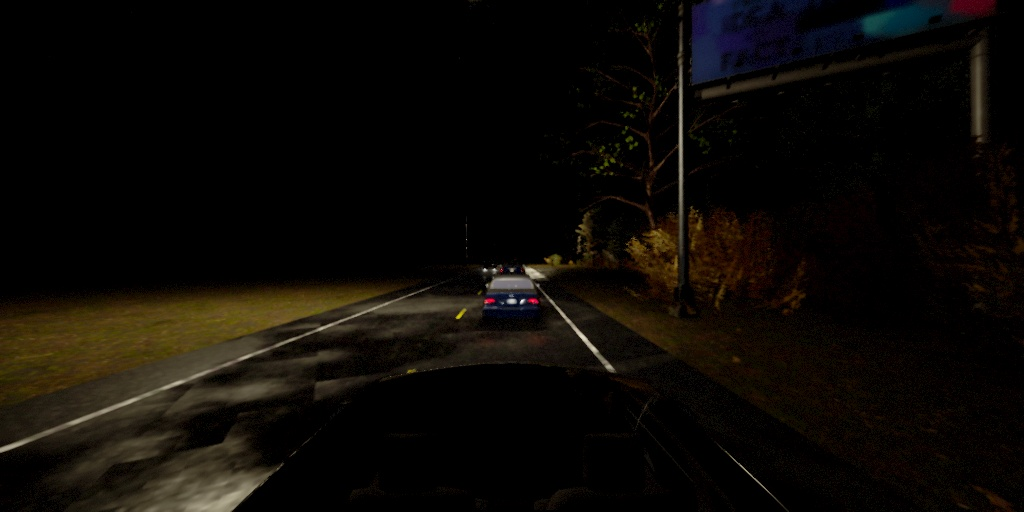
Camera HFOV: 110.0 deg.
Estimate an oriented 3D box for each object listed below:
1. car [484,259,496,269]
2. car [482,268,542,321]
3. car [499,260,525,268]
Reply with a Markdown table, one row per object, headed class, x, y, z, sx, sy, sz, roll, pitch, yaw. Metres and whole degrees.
| class | x | y | z | sx | sy | sz | roll | pitch | yaw |
| --- | --- | --- | --- | --- | --- | --- | --- | --- | --- |
| car | -3.598 | 1.292 | 59.015 | 1.837 | 1.490 | 4.892 | 0 | 0 | 0 |
| car | 0.013 | 1.305 | 12.447 | 2.033 | 1.411 | 5.357 | 0 | 0 | 1 |
| car | 0.026 | 1.120 | 29.500 | 2.097 | 1.767 | 4.553 | 0 | 0 | 1 |
